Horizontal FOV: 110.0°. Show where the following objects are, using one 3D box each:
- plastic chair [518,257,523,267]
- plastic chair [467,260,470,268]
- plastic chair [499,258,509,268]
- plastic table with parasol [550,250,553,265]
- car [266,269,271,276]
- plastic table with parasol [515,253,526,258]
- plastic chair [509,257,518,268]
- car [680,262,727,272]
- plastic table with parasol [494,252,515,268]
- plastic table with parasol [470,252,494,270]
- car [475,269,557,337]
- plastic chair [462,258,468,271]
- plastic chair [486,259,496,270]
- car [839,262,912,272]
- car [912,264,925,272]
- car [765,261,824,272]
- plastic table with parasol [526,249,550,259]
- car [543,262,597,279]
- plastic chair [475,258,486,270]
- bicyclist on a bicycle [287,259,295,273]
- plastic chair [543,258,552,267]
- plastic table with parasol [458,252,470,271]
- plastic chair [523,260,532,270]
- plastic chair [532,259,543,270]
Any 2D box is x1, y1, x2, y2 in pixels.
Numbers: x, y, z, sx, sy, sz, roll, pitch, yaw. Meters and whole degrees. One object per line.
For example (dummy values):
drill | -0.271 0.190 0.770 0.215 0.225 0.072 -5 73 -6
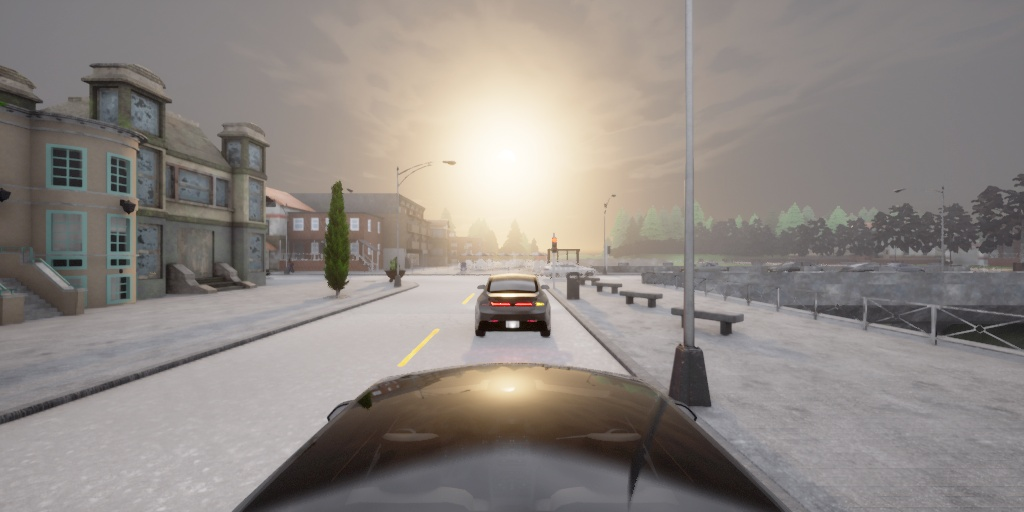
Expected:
plastic chair | 1.050 1.277 64.133 0.750 1.272 0.730 0 0 -1
plastic chair | -5.554 1.277 50.802 0.730 1.272 0.750 0 0 0
plastic chair | -1.254 1.277 56.502 0.750 1.272 0.730 0 0 0
plastic table with parasol | 4.996 0.673 58.601 2.482 2.480 2.482 0 0 0
car | -23.462 1.350 30.700 4.718 1.301 1.895 0 0 0
plastic table with parasol | 1.167 0.673 65.312 2.482 2.480 2.482 0 0 0
plastic chair | 0.146 1.277 57.602 0.730 1.272 0.750 0 0 0
car | 18.648 1.313 34.904 4.181 1.385 1.994 0 0 0
plastic table with parasol | -1.204 0.673 57.702 2.482 2.480 2.482 0 0 0
plastic table with parasol | -4.234 0.673 50.722 2.482 2.480 2.482 0 0 0
car | 0.035 1.254 10.302 1.837 1.490 4.892 0 0 1
plastic chair | -7.050 1.277 56.134 0.750 1.272 0.730 0 0 -1
plastic chair | -2.954 1.277 50.602 0.730 1.272 0.750 0 0 0
car | 30.744 1.274 30.718 4.674 1.442 1.812 0 0 0
car | 37.328 1.313 34.888 4.181 1.385 1.994 0 0 0
car | 27.434 1.253 34.901 4.892 1.490 1.837 0 0 0
plastic table with parasol | 3.586 0.673 49.971 2.482 2.480 2.482 0 0 0
car | 4.882 1.274 30.713 4.674 1.442 1.812 0 0 0
plastic chair | -4.354 1.277 49.502 0.750 1.272 0.730 0 0 0
bicyclist on a bicycle | -24.186 1.097 39.098 0.582 1.620 1.656 0 0 0
plastic chair | 4.846 1.277 49.801 0.730 1.272 0.750 0 0 0
plastic table with parasol | -7.124 0.673 57.312 2.482 2.480 2.482 0 0 0
plastic chair | 2.246 1.277 50.001 0.730 1.272 0.750 0 0 0
plastic chair | 3.446 1.277 48.701 0.750 1.272 0.730 0 0 0
